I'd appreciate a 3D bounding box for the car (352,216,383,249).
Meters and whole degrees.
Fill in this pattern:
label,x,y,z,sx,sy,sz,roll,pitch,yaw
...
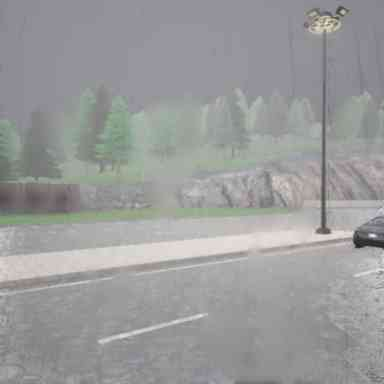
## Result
label,x,y,z,sx,sy,sz,roll,pitch,yaw
car,8.775,1.717,14.307,4.181,1.385,1.994,1,0,-35
